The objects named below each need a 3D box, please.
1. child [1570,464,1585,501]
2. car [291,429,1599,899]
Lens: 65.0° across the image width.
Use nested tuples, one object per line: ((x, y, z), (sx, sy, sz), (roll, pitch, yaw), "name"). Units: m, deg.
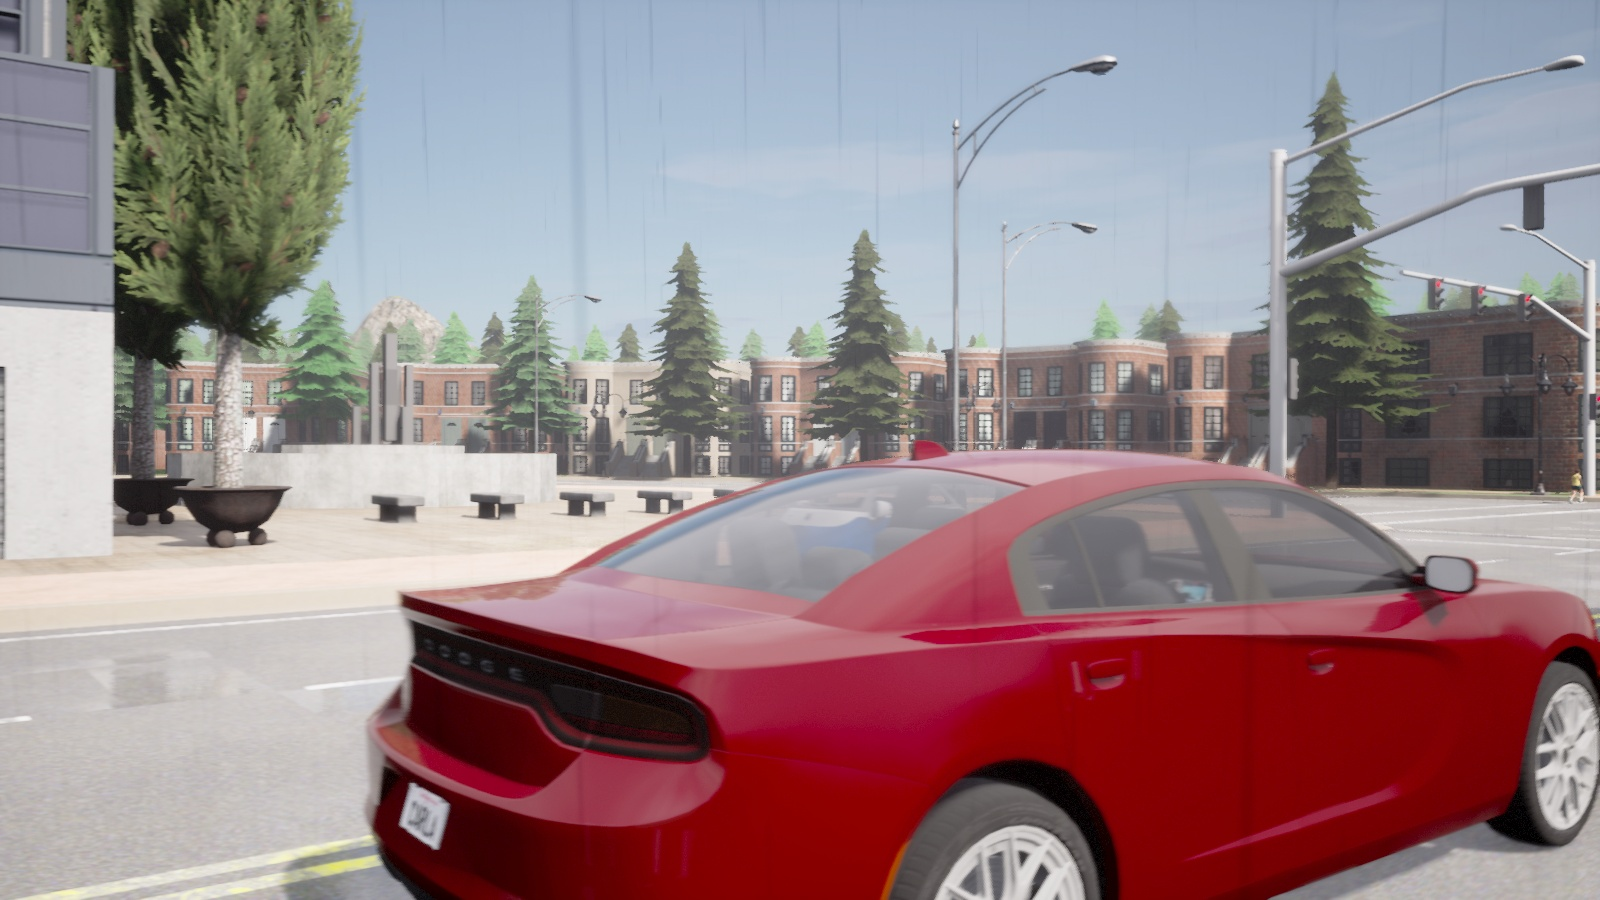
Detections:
((23.430, 0.965, 37.840), (0.394, 1.110, 0.255), (0, 0, -33), "child")
((1.046, 0.733, 4.505), (5.008, 1.535, 1.882), (0, 0, -37), "car")
